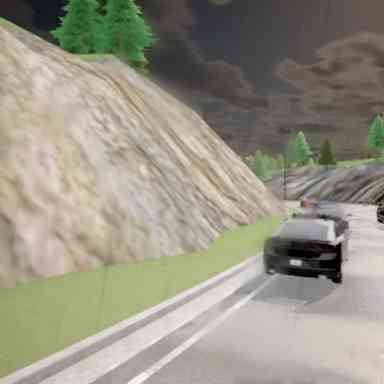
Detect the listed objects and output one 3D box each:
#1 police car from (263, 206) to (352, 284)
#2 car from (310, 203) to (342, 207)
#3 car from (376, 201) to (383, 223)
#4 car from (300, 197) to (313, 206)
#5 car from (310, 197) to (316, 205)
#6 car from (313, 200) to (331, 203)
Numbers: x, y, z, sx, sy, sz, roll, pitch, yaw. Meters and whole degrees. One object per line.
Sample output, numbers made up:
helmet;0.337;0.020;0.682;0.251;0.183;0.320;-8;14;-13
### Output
police car;3.646;1.462;10.080;1.930;1.638;5.238;0;0;28
car;7.634;1.580;18.323;1.837;1.490;4.892;0;0;24
car;14.645;1.347;23.540;2.150;2.045;5.566;0;0;21
car;18.227;1.545;51.756;2.097;1.767;4.553;0;0;9
car;16.199;1.727;40.921;1.994;1.385;4.181;0;0;12
car;9.755;1.574;23.464;1.882;1.535;5.008;0;0;21
